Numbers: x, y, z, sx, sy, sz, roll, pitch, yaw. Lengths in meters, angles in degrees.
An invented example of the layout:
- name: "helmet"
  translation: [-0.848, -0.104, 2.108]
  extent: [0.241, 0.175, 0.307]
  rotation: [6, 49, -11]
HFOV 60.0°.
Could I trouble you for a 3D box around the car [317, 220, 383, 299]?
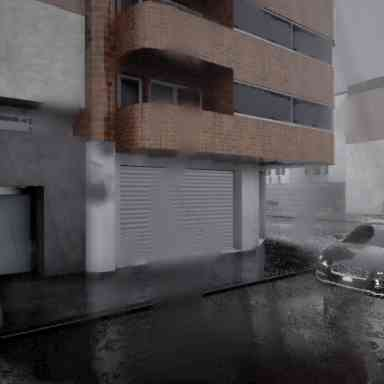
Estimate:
- name: "car"
  translation: [4.970, 1.505, 8.337]
  extent: [4.892, 1.490, 1.837]
  rotation: [0, 2, -42]
